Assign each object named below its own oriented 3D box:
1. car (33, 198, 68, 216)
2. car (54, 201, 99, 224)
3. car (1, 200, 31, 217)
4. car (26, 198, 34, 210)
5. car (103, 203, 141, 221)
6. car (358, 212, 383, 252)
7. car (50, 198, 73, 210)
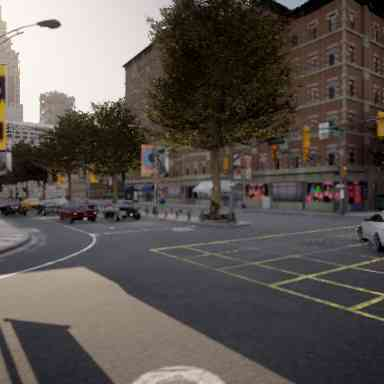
[{"bbox_3d":[-14.313,1.562,33.583,1.837,1.490,4.892,0,0,-35],"label":"car"},{"bbox_3d":[-8.962,1.638,25.881,1.895,1.301,4.718,0,0,-35],"label":"car"},{"bbox_3d":[-17.397,1.663,32.501,1.895,1.301,4.718,0,0,-35],"label":"car"},{"bbox_3d":[-20.045,1.557,41.854,1.882,1.535,5.008,0,0,-35],"label":"car"},{"bbox_3d":[-5.838,1.591,27.519,1.994,1.385,4.181,0,0,-35],"label":"car"},{"bbox_3d":[8.075,1.501,13.313,1.812,1.442,4.674,0,0,16],"label":"car"},{"bbox_3d":[-17.310,1.595,44.056,1.812,1.442,4.674,0,0,-35],"label":"car"}]
